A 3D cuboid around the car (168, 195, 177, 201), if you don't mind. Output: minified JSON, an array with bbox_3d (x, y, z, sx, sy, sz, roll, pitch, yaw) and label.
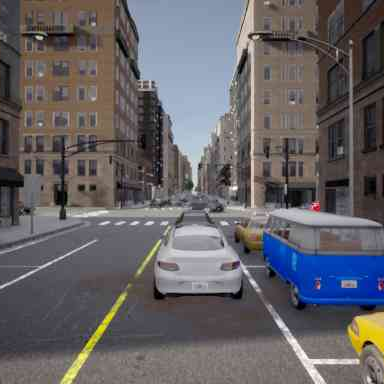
[{"bbox_3d":[-4.903,1.526,84.004,1.752,1.417,4.829,1,0,1],"label":"car"}]

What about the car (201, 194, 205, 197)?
[{"bbox_3d":[3.285,1.554,61.936,2.008,1.369,4.403,1,0,1],"label":"car"}]

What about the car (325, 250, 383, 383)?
[{"bbox_3d":[2.681,1.526,2.036,1.752,1.417,4.829,1,0,0],"label":"car"}]

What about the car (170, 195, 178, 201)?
[{"bbox_3d":[-4.817,1.565,89.702,1.947,1.339,4.313,1,0,1],"label":"car"}]

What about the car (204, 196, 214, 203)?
[{"bbox_3d":[3.370,1.548,67.466,1.887,1.381,4.507,1,0,1],"label":"car"}]

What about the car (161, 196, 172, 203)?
[{"bbox_3d":[-5.154,1.549,67.588,1.887,1.381,4.507,1,0,1],"label":"car"}]

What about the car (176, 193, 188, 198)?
[{"bbox_3d":[-2.291,1.481,68.815,1.882,1.535,5.008,0,0,1],"label":"car"}]

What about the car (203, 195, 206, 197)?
[{"bbox_3d":[3.201,1.549,56.406,1.887,1.381,4.507,1,0,1],"label":"car"}]

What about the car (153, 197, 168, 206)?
[{"bbox_3d":[-5.324,1.571,56.530,1.947,1.339,4.313,1,0,1],"label":"car"}]

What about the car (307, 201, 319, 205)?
[{"bbox_3d":[15.644,1.356,35.617,5.566,2.045,2.150,0,-1,1],"label":"car"}]

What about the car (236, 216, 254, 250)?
[{"bbox_3d":[2.709,1.527,13.383,1.752,1.417,4.829,1,0,0],"label":"car"}]

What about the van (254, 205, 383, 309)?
[{"bbox_3d":[2.696,1.342,7.539,1.690,1.788,3.998,1,0,0],"label":"van"}]

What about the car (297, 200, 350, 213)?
[{"bbox_3d":[15.297,1.712,38.866,5.357,1.411,2.033,0,-1,0],"label":"car"}]

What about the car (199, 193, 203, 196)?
[{"bbox_3d":[3.708,1.549,89.586,2.008,1.369,4.403,1,0,1],"label":"car"}]

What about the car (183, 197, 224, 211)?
[{"bbox_3d":[1.472,1.570,35.833,1.994,1.385,4.181,0,0,-42],"label":"car"}]

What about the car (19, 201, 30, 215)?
[{"bbox_3d":[-17.213,1.363,29.220,4.674,1.442,1.812,0,-1,2],"label":"car"}]

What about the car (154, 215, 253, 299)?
[{"bbox_3d":[0.099,1.527,8.317,1.812,1.442,4.674,0,0,-1],"label":"car"}]

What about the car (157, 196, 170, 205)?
[{"bbox_3d":[-5.239,1.556,62.059,2.008,1.369,4.403,1,0,1],"label":"car"}]

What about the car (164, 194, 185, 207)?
[{"bbox_3d":[-2.650,1.497,51.078,2.128,1.511,4.902,0,0,1],"label":"car"}]

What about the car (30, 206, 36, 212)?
[{"bbox_3d":[-17.878,1.370,32.469,4.892,1.490,1.837,0,-1,0],"label":"car"}]

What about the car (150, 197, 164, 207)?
[{"bbox_3d":[-5.408,1.588,51.002,1.802,1.307,4.206,1,0,1],"label":"car"}]

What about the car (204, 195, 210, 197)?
[{"bbox_3d":[3.117,1.570,50.876,1.947,1.339,4.313,1,0,1],"label":"car"}]

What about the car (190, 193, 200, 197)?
[{"bbox_3d":[1.067,1.522,91.925,1.812,1.442,4.674,0,0,1],"label":"car"}]

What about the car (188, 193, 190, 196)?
[{"bbox_3d":[-2.104,1.479,80.717,1.882,1.535,5.008,0,0,1],"label":"car"}]

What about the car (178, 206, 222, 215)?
[{"bbox_3d":[0.130,1.566,15.727,1.994,1.385,4.181,0,0,0],"label":"car"}]
